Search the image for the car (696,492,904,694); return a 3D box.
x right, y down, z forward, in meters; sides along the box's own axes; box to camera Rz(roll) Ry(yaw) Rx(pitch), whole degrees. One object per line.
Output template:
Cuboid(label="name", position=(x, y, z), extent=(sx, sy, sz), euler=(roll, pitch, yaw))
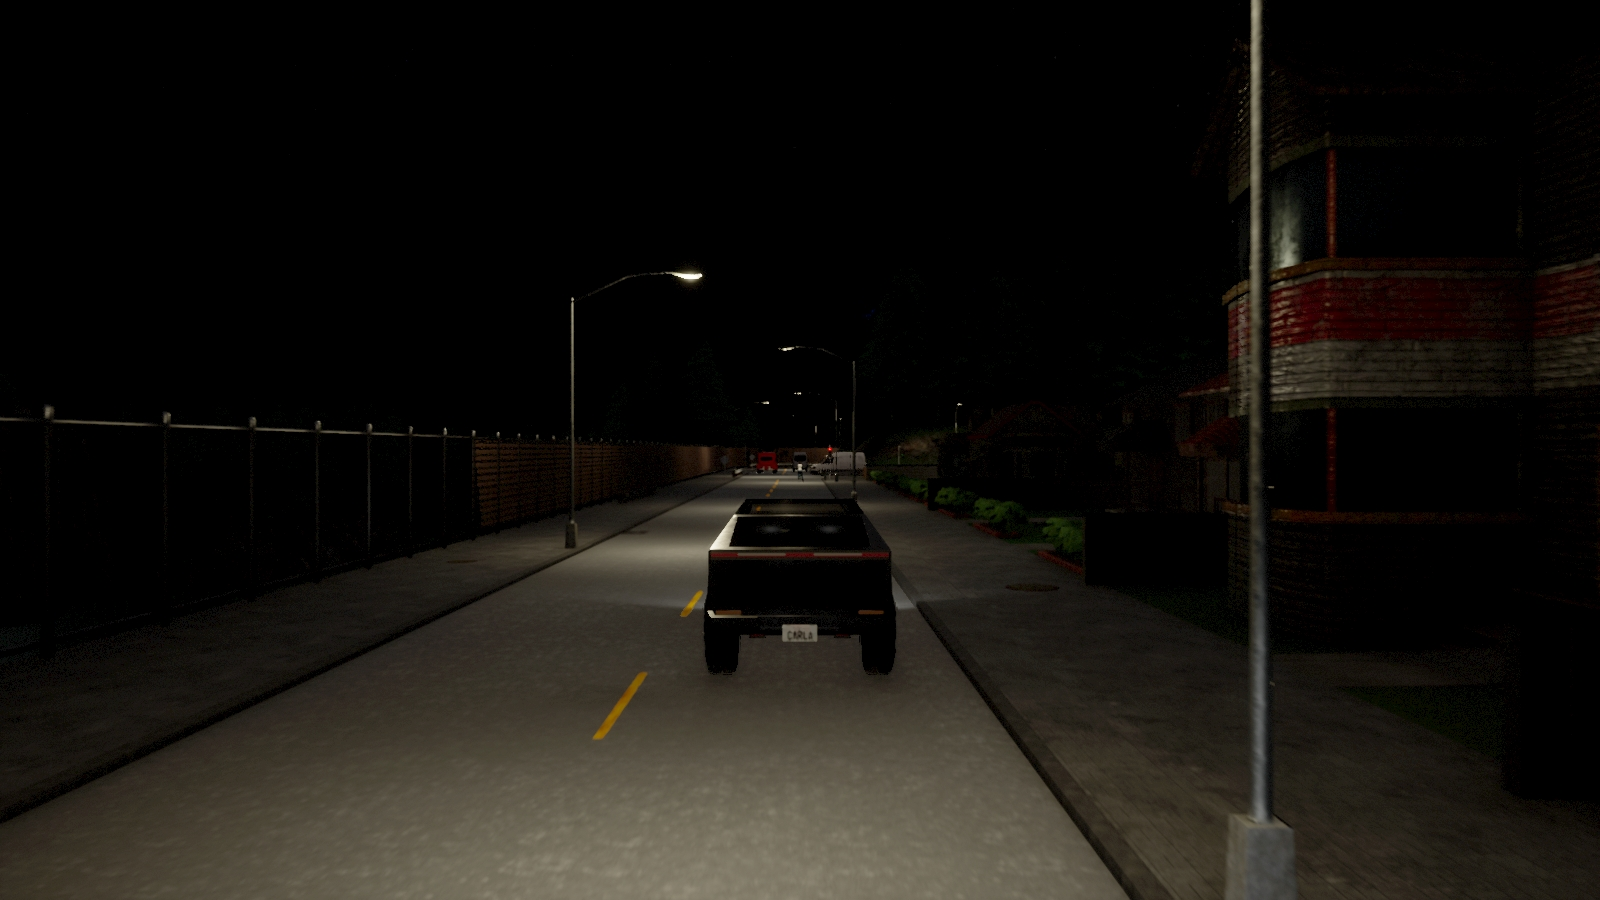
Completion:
Cuboid(label="car", position=(-0.003, 1.754, 16.249), extent=(2.390, 2.098, 6.274), euler=(0, 0, 0))
